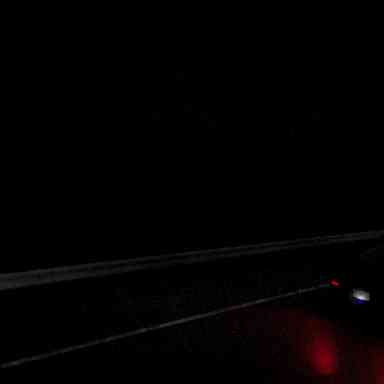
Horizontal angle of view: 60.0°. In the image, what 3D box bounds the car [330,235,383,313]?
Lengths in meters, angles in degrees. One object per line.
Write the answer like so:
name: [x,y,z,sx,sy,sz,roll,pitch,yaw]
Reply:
car: [4.785,1.595,6.918,4.674,1.442,1.812,1,0,-34]
